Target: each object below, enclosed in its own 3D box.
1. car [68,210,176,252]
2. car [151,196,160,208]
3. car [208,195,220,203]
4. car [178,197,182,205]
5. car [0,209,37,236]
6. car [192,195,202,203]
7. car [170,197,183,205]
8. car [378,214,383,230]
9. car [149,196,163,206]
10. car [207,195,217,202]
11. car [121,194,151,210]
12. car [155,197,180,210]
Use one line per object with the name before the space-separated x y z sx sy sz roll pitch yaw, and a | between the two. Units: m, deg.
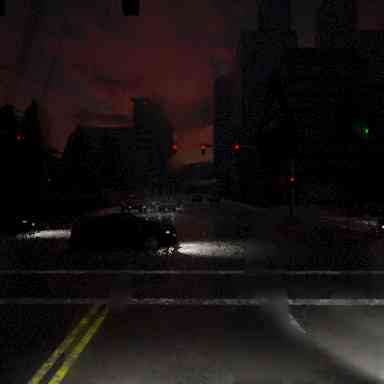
car | -2.726 1.564 13.406 4.181 1.385 1.994 0 0 1
car | -6.262 1.491 46.973 2.128 1.511 4.902 0 0 1
car | 4.636 1.547 67.319 2.033 1.411 5.357 0 0 1
car | -2.751 1.564 48.002 1.994 1.385 4.181 0 0 1
car | -10.533 1.565 17.604 4.181 1.385 1.994 0 0 -9
car | 1.033 1.352 67.436 2.097 1.767 4.553 0 0 1
car | -2.635 1.547 58.326 2.033 1.411 5.357 0 0 1
car | 12.079 1.505 16.772 4.892 1.490 1.837 0 0 1
car | -6.153 1.505 57.032 1.837 1.490 4.892 0 0 0
car | 4.627 1.478 77.142 1.882 1.535 5.008 0 0 1
car | -6.360 1.221 37.093 2.150 2.045 5.566 0 0 1
car | -2.839 1.601 39.200 1.895 1.301 4.718 0 0 1
